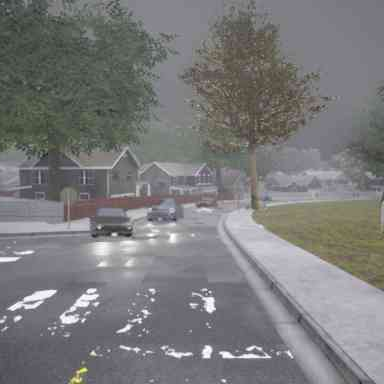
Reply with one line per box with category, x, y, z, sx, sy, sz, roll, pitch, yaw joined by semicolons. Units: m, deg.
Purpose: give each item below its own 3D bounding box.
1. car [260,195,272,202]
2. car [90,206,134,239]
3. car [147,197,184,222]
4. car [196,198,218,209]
car;13.955;1.275;65.669;2.033;1.411;5.357;2;2;37
car;-4.355;1.469;17.574;2.033;1.411;5.357;3;1;-19
car;-1.933;1.291;25.484;2.097;1.767;4.553;0;0;8
car;1.974;1.411;42.624;1.994;1.385;4.181;1;1;19
